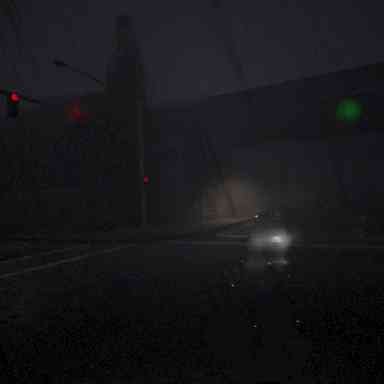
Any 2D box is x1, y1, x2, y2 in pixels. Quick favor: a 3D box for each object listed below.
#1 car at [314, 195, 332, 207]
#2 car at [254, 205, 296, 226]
[{"bbox_3d":[18.019,1.111,45.798,2.128,1.511,4.902,-3,-1,28],"label":"car"},{"bbox_3d":[5.836,1.597,23.161,1.895,1.301,4.718,-3,-1,28],"label":"car"}]
